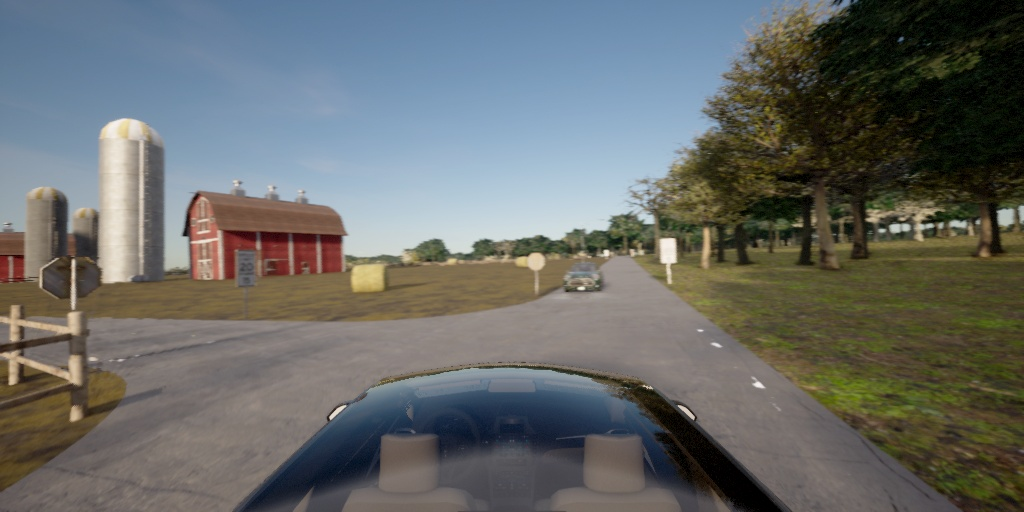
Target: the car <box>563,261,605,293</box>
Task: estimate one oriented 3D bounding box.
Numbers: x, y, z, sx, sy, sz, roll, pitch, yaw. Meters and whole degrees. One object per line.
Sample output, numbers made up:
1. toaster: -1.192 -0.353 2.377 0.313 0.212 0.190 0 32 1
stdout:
1. car: 4.432 1.189 21.812 2.097 1.767 4.553 -3 -1 17
